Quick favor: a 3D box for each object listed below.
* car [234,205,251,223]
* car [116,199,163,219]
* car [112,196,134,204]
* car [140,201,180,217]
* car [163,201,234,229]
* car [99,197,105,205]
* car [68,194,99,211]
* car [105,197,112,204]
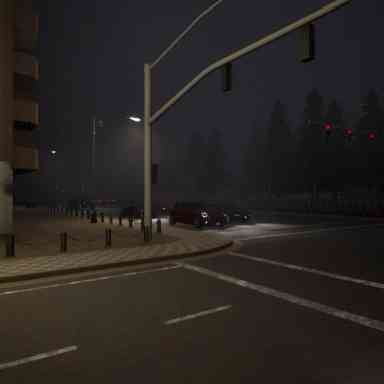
[{"bbox_3d":[2.394,1.560,25.621,1.837,1.490,4.892,0,0,-36],"label":"car"},{"bbox_3d":[-4.736,1.619,29.536,1.994,1.385,4.181,0,0,-36],"label":"car"},{"bbox_3d":[-11.461,1.408,57.183,2.097,1.767,4.553,0,0,-36],"label":"car"},{"bbox_3d":[-3.326,1.656,33.565,1.895,1.301,4.718,0,0,-36],"label":"car"},{"bbox_3d":[0.316,1.407,22.518,2.097,1.767,4.553,0,0,-36],"label":"car"},{"bbox_3d":[-18.049,1.656,60.339,1.895,1.301,4.718,0,0,-36],"label":"car"},{"bbox_3d":[-14.287,1.269,42.808,2.150,2.045,5.566,0,1,-36],"label":"car"},{"bbox_3d":[-16.723,1.656,64.459,1.895,1.301,4.718,0,0,-36],"label":"car"}]
